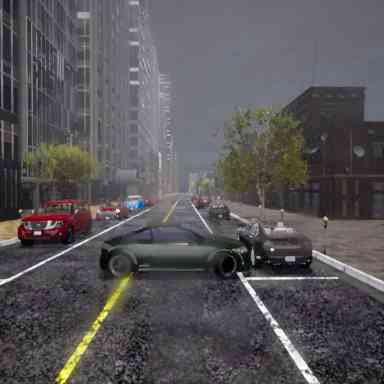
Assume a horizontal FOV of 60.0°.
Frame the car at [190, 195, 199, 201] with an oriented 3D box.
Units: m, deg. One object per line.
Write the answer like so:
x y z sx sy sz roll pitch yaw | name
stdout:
0.636 1.533 82.981 1.947 1.339 4.313 -1 0 -1 | car

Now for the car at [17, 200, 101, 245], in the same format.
-6.167 1.310 15.656 2.192 1.841 5.009 -1 0 -1 | car

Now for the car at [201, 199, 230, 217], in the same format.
2.051 1.542 26.918 2.008 1.369 4.403 -1 0 -1 | car

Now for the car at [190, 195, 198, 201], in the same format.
0.498 1.547 88.513 1.802 1.307 4.206 -1 0 -1 | car

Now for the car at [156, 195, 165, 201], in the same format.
-7.738 1.493 82.613 1.752 1.417 4.829 -1 0 -1 | car

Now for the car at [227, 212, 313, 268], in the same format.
2.566 1.547 11.058 2.008 1.369 4.403 -1 0 -1 | car

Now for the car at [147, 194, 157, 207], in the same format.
-6.914 1.296 49.584 2.192 1.841 5.009 -1 0 -1 | car

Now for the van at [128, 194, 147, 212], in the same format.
-6.637 1.327 38.518 1.690 1.788 3.998 -1 0 -1 | van

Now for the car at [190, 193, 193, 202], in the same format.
0.909 1.287 71.915 2.192 1.841 5.009 -1 0 -1 | car

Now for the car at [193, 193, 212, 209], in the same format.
1.602 1.299 44.251 2.192 1.841 5.009 -1 0 -1 | car

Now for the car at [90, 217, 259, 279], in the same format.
-0.453 1.556 9.455 4.181 1.385 1.994 0 0 -1 | car

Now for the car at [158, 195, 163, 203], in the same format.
-7.327 1.519 66.184 1.887 1.381 4.507 -1 0 -1 | car

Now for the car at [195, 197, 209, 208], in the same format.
1.463 1.507 49.954 1.752 1.417 4.829 -1 0 -1 | car

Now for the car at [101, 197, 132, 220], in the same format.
-6.352 1.431 26.724 1.967 1.590 4.097 -1 0 -1 | car
